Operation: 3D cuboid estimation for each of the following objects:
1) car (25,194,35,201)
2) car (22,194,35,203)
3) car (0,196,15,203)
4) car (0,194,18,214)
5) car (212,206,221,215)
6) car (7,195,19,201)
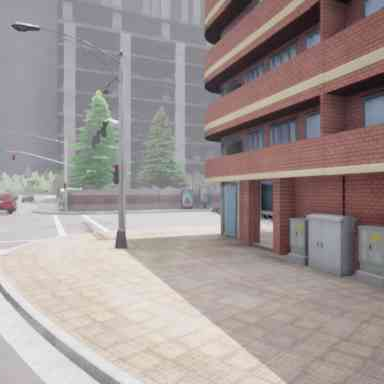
[{"bbox_3d":[-38.670,1.321,79.301,1.812,1.442,4.674,0,0,-23],"label":"car"},{"bbox_3d":[-34.801,1.485,70.124,1.812,1.442,4.674,0,0,-23],"label":"car"},{"bbox_3d":[-37.905,1.503,68.477,2.033,1.411,5.357,0,0,-23],"label":"car"},{"bbox_3d":[-19.872,1.212,34.975,2.150,2.045,5.566,0,0,-23],"label":"car"},{"bbox_3d":[4.684,1.595,33.239,5.357,1.411,2.033,0,0,-22],"label":"car"},{"bbox_3d":[-41.895,1.336,77.942,2.033,1.411,5.357,0,0,-23],"label":"car"}]
